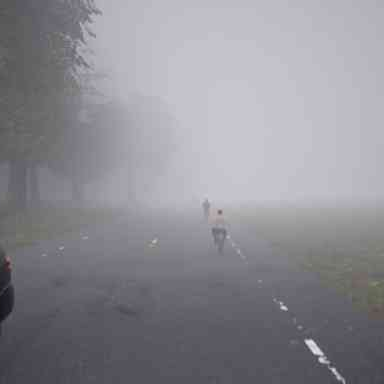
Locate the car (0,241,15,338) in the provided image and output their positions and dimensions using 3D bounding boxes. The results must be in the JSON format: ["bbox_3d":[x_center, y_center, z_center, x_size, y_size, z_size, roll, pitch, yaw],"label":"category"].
[{"bbox_3d":[-3.596,1.224,2.471,2.150,2.045,5.566,0,0,0],"label":"car"}]

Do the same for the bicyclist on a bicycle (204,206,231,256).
[{"bbox_3d":[1.017,1.440,12.217,0.866,1.612,1.509,0,0,0],"label":"bicyclist on a bicycle"}]

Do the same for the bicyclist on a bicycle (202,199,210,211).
[{"bbox_3d":[1.036,1.362,24.044,0.659,1.776,1.843,0,0,0],"label":"bicyclist on a bicycle"}]

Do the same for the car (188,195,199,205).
[{"bbox_3d":[0.281,1.468,57.371,2.033,1.411,5.357,0,0,0],"label":"car"}]

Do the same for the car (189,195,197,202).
[{"bbox_3d":[0.234,1.393,73.704,1.812,1.442,4.674,0,0,0],"label":"car"}]
